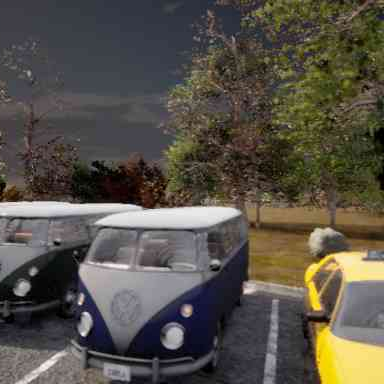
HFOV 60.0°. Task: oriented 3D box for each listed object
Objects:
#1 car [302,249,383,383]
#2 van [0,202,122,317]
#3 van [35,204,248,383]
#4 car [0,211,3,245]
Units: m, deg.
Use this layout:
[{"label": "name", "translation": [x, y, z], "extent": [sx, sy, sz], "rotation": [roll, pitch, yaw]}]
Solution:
[{"label": "car", "translation": [2.242, 1.481, 3.688], "extent": [1.946, 1.575, 5.366], "rotation": [1, -1, 16]}, {"label": "van", "translation": [-2.585, 1.260, 7.214], "extent": [1.878, 1.987, 4.442], "rotation": [1, -1, 16]}, {"label": "van", "translation": [-0.159, 1.259, 5.486], "extent": [1.878, 1.987, 4.442], "rotation": [1, -1, 15]}, {"label": "car", "translation": [-9.826, 1.530, 12.509], "extent": [2.002, 1.452, 4.674], "rotation": [1, -1, 16]}]
